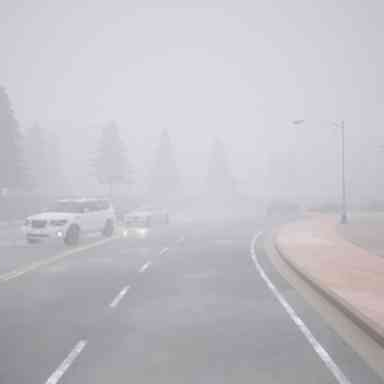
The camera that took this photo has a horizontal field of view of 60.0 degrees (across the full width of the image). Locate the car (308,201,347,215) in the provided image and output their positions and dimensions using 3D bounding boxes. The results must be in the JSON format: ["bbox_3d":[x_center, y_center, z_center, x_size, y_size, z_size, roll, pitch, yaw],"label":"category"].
[{"bbox_3d":[15.202,1.841,37.711,4.718,1.301,1.895,0,0,-39],"label":"car"}]

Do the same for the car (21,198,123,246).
[{"bbox_3d":[-5.757,1.323,16.430,2.150,2.045,5.566,0,0,14],"label":"car"}]

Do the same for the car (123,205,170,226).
[{"bbox_3d":[-3.233,1.718,25.120,1.812,1.442,4.674,0,0,23],"label":"car"}]

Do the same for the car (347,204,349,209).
[{"bbox_3d":[18.684,1.882,44.224,4.718,1.301,1.895,0,0,-30],"label":"car"}]

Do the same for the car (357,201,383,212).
[{"bbox_3d":[23.912,1.823,43.078,5.357,1.411,2.033,0,0,-23],"label":"car"}]

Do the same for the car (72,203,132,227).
[{"bbox_3d":[-6.669,1.664,25.315,1.837,1.490,4.892,0,-1,23],"label":"car"}]

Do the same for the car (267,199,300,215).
[{"bbox_3d":[10.551,1.594,38.218,4.553,1.767,2.097,0,-1,-44],"label":"car"}]
